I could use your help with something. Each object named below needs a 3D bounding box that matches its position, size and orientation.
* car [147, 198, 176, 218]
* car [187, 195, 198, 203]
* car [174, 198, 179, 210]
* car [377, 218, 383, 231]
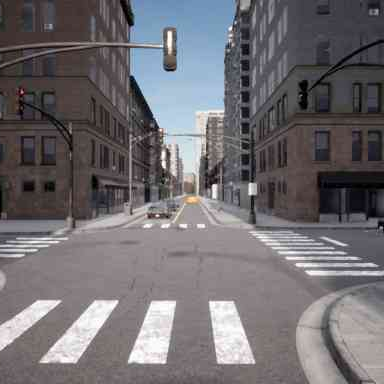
[{"bbox_3d":[-2.843,1.556,30.016,2.033,1.411,5.357,0,0,0],"label":"car"},{"bbox_3d":[0.116,1.420,68.870,2.097,1.767,4.553,0,0,0],"label":"car"},{"bbox_3d":[-2.837,1.523,39.735,1.837,1.490,4.892,0,0,0],"label":"car"},{"bbox_3d":[12.372,1.563,17.918,4.313,1.339,1.947,0,0,0],"label":"car"}]
